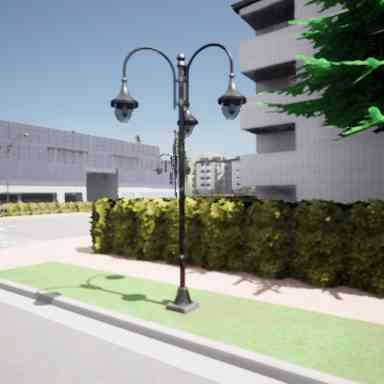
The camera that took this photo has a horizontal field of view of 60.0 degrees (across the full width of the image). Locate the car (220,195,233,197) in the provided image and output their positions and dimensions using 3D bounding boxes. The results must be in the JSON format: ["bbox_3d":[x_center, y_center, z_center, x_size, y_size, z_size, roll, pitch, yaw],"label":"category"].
[{"bbox_3d":[5.561,1.479,56.112,2.150,2.045,5.566,-1,0,26],"label":"car"}]
